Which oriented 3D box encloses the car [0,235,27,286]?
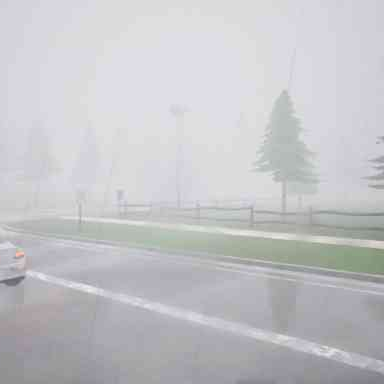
[{"bbox_3d":[-5.847,1.526,8.114,4.674,1.442,1.812,0,0,36],"label":"car"}]
